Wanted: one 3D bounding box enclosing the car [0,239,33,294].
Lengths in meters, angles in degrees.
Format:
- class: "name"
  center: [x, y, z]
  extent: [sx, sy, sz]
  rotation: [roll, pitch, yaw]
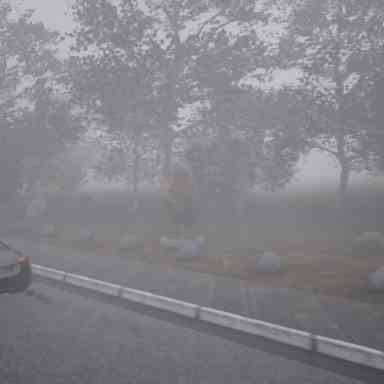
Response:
- class: "car"
  center: [-5.448, 1.502, 7.469]
  extent: [4.181, 1.385, 1.994]
  rotation: [1, 0, 36]
